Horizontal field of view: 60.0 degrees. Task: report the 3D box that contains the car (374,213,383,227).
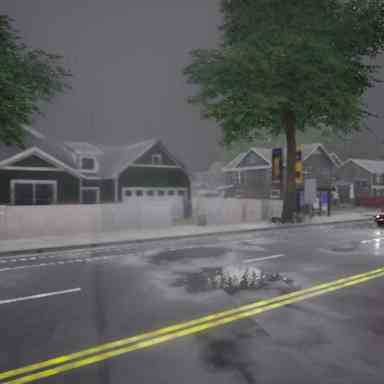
[{"bbox_3d":[13.799,1.612,21.475,4.718,1.301,1.895,0,0,-35],"label":"car"}]
